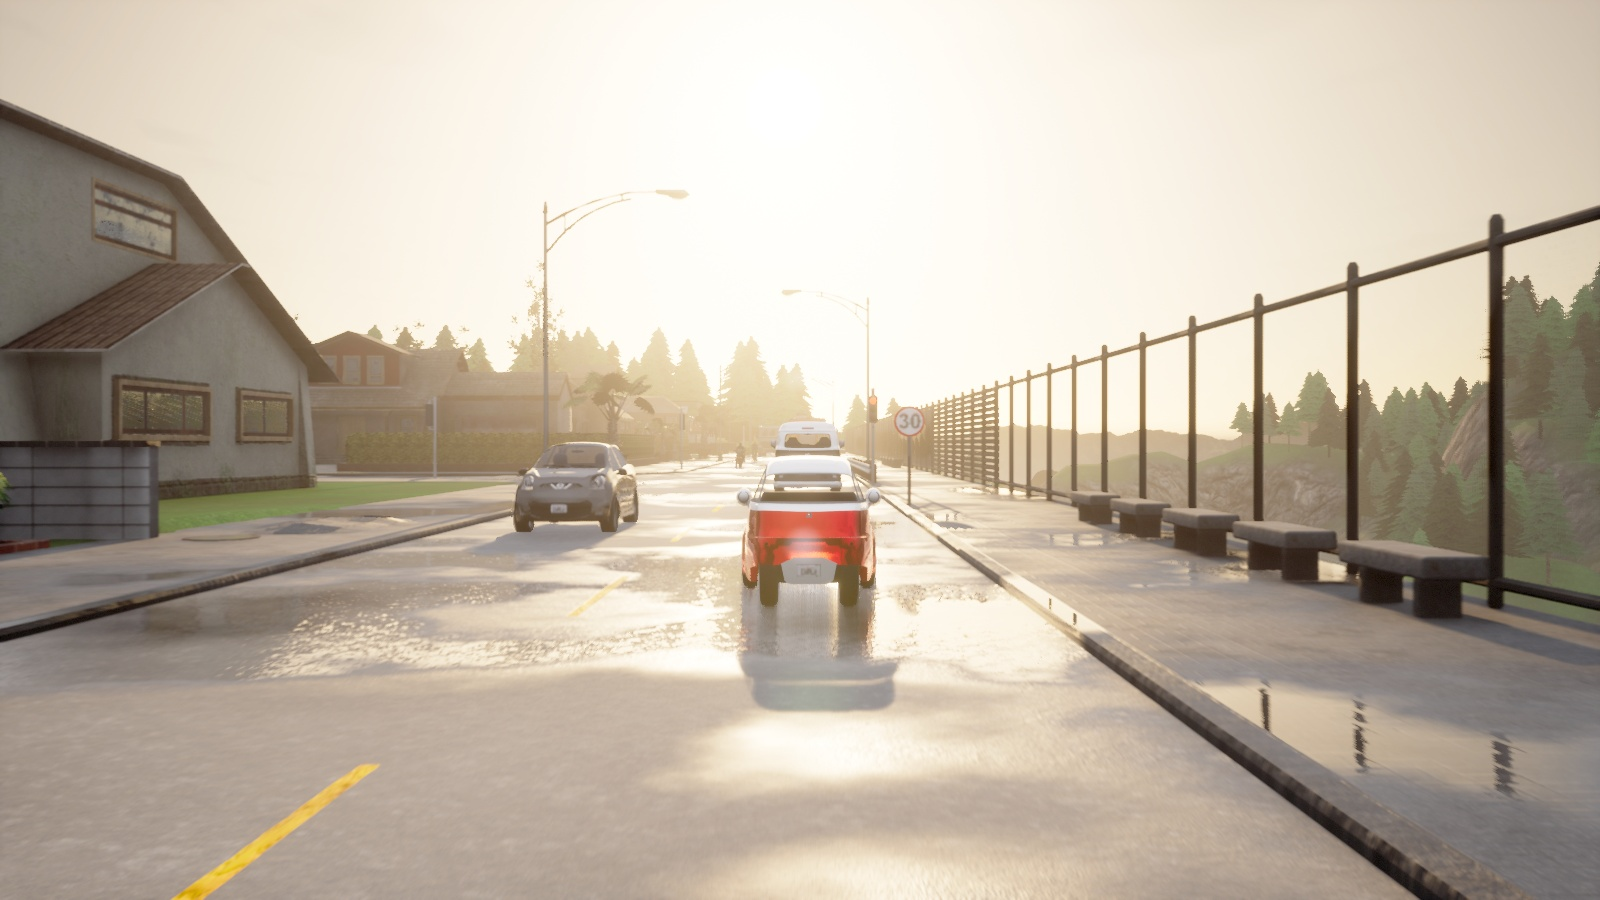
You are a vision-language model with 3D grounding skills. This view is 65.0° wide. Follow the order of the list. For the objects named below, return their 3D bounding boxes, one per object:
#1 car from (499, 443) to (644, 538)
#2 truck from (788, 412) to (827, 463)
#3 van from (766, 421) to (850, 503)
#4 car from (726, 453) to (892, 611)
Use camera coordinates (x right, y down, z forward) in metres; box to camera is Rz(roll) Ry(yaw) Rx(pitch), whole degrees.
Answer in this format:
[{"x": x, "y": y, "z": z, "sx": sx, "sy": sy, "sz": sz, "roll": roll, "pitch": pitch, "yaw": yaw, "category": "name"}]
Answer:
[{"x": -3.861, "y": 0.634, "z": 21.818, "sx": 1.845, "sy": 1.501, "sz": 3.633, "roll": 0, "pitch": 0, "yaw": 0, "category": "car"}, {"x": 0.570, "y": -0.967, "z": 97.484, "sx": 2.891, "sy": 3.827, "sz": 8.468, "roll": 0, "pitch": 0, "yaw": 0, "category": "truck"}, {"x": 0.206, "y": 0.282, "z": 33.418, "sx": 2.069, "sy": 2.038, "sz": 4.480, "roll": 0, "pitch": 0, "yaw": 0, "category": "van"}, {"x": 0.085, "y": 0.732, "z": 12.298, "sx": 1.481, "sy": 1.376, "sz": 2.207, "roll": 0, "pitch": 1, "yaw": 0, "category": "car"}]
